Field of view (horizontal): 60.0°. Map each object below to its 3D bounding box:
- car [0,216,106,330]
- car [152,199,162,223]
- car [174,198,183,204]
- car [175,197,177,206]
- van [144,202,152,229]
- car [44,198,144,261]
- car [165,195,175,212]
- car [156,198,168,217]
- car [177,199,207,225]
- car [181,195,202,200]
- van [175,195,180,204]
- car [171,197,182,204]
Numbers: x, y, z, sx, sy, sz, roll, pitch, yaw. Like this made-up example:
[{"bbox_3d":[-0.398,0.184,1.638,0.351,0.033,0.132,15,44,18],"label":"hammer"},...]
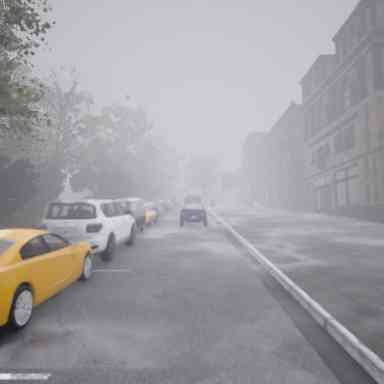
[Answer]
[{"bbox_3d":[-3.651,1.504,6.962,2.097,1.535,5.008,0,0,2],"label":"car"},{"bbox_3d":[-3.639,1.560,23.863,1.946,1.575,5.366,0,0,2],"label":"car"},{"bbox_3d":[-3.613,2.419,90.478,2.097,1.535,5.008,1,-2,2],"label":"car"},{"bbox_3d":[-3.641,1.697,45.957,2.002,1.452,4.674,0,0,2],"label":"car"},{"bbox_3d":[-3.644,1.317,18.226,1.878,1.987,4.442,0,0,2],"label":"van"},{"bbox_3d":[-3.649,1.271,12.568,2.435,2.045,5.566,0,0,2],"label":"car"},{"bbox_3d":[-3.644,1.507,40.359,2.185,1.767,4.553,0,0,2],"label":"car"},{"bbox_3d":[-3.645,1.585,29.243,2.097,1.535,5.008,0,0,2],"label":"car"},{"bbox_3d":[0.107,1.565,25.031,1.882,1.535,5.008,0,0,0],"label":"car"},{"bbox_3d":[0.109,1.385,42.737,2.150,2.045,5.566,0,0,0],"label":"car"},{"bbox_3d":[-3.634,1.481,57.219,1.878,1.987,4.442,0,0,2],"label":"van"},{"bbox_3d":[-3.614,2.099,79.374,2.163,1.488,4.792,1,-2,2],"label":"car"}]
